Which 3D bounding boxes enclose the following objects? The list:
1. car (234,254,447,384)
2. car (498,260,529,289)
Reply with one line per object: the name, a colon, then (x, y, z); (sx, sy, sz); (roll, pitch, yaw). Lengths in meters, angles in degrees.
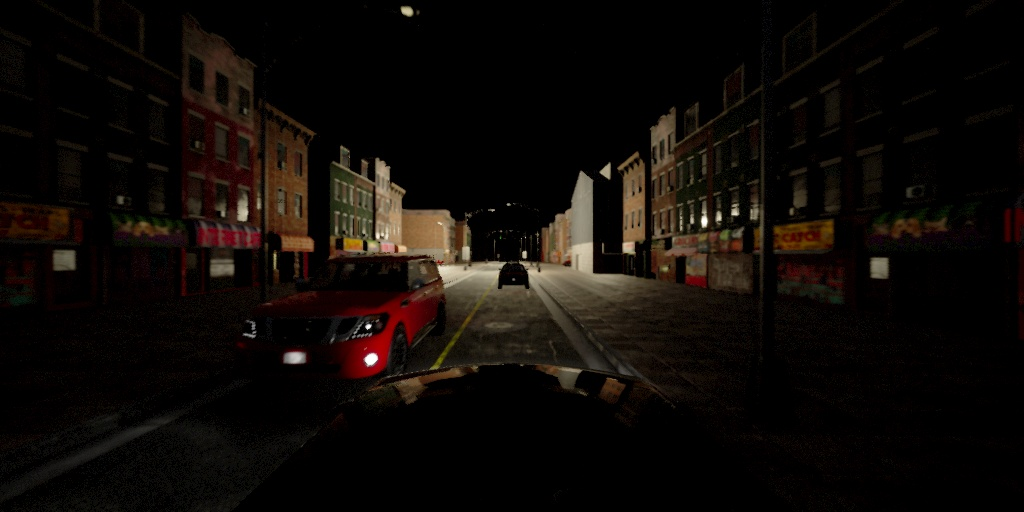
car: (-2.814, 0.971, 7.436); (2.150, 2.045, 5.566); (0, 0, 0)
car: (0.102, 1.227, 23.374); (1.882, 1.535, 5.008); (0, 0, 0)
